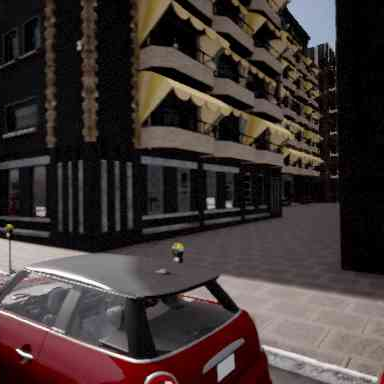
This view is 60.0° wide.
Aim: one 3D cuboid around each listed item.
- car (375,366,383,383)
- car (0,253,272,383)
[{"bbox_3d":[3.099,1.314,0.686,5.009,1.841,2.192,0,-1,36],"label":"car"},{"bbox_3d":[-1.304,1.443,3.824,4.097,1.590,1.967,0,-1,36],"label":"car"}]
